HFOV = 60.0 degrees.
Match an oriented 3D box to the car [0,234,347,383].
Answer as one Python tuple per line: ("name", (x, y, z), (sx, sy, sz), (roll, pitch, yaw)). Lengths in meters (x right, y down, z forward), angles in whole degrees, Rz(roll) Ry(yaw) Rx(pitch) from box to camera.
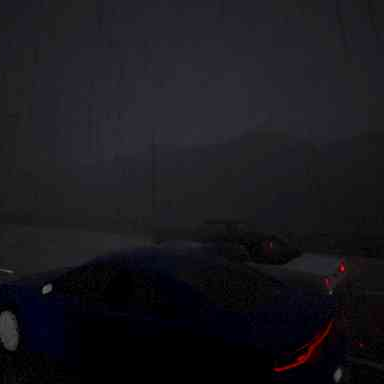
("car", (-0.696, 1.502, 4.455), (5.008, 1.535, 1.882), (-1, 0, 35))

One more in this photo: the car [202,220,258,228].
("car", (0.893, 1.649, 11.899), (4.718, 1.301, 1.895), (-1, 0, 35))

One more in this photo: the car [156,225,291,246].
("car", (0.850, 1.629, 7.651), (4.718, 1.301, 1.895), (-1, 0, 35))
